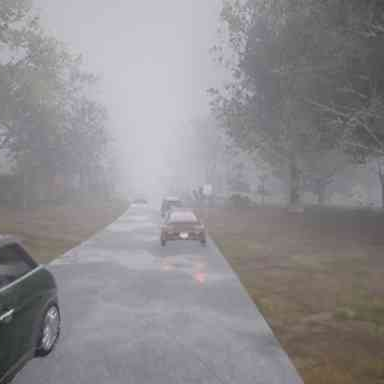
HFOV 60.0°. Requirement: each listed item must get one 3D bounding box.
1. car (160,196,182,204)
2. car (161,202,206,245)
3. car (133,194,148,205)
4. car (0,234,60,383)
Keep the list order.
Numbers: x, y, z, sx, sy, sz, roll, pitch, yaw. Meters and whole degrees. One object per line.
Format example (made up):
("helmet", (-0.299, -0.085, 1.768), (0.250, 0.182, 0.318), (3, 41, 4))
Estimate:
("car", (-1.971, 1.093, 31.366), (1.882, 1.535, 5.008), (1, 1, -7))
("car", (-0.424, 1.430, 14.909), (1.812, 1.442, 4.674), (0, 1, -3))
("car", (-6.925, 0.928, 44.490), (2.033, 1.411, 5.357), (1, 0, -10))
("car", (-2.922, 1.329, 2.928), (2.097, 1.767, 4.553), (1, 0, -1))
